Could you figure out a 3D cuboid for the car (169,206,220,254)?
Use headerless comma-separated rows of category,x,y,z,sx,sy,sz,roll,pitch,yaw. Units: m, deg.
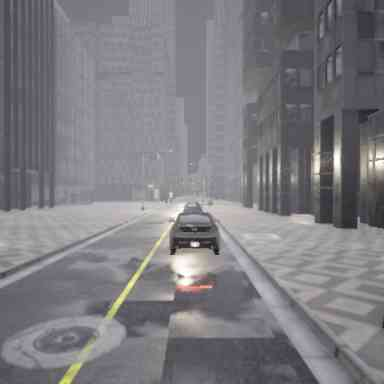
car,0.102,1.546,13.750,1.837,1.490,4.892,0,0,0

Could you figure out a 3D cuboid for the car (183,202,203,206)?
car,0.104,1.709,32.499,1.812,1.442,4.674,0,-1,0
